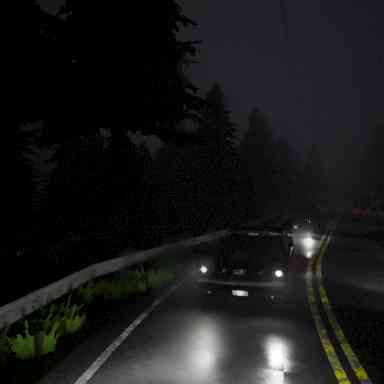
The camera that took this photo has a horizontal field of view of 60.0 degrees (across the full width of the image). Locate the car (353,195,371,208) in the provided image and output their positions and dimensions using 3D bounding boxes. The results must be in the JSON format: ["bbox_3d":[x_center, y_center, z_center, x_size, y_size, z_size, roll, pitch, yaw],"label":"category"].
[{"bbox_3d":[20.608,1.058,40.244,2.128,1.511,4.902,-2,0,28],"label":"car"}]

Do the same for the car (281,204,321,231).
[{"bbox_3d":[6.659,1.460,20.056,2.033,1.411,5.357,-2,0,26],"label":"car"}]

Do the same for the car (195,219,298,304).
[{"bbox_3d":[1.582,1.598,8.413,1.895,1.301,4.718,-1,0,18],"label":"car"}]
